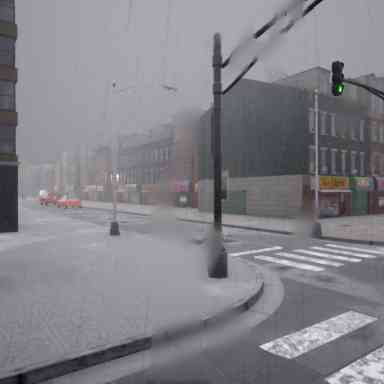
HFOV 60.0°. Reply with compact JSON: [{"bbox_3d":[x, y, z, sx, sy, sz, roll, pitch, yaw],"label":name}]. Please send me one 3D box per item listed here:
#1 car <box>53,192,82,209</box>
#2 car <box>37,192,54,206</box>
[{"bbox_3d":[-15.893,1.205,42.980,2.097,1.767,4.553,0,0,-36],"label":"car"},{"bbox_3d":[-21.632,1.044,50.920,2.150,2.045,5.566,0,0,-36],"label":"car"}]
